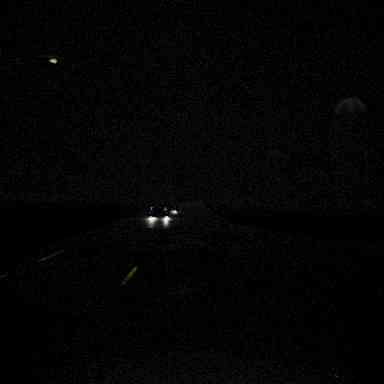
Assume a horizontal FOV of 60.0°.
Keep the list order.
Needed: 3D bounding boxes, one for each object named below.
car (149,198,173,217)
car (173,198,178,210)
[{"bbox_3d":[-3.590,1.839,37.555,2.097,1.767,4.553,0,-1,0],"label":"car"},{"bbox_3d":[-3.540,1.989,55.787,2.150,2.045,5.566,0,-1,0],"label":"car"}]
